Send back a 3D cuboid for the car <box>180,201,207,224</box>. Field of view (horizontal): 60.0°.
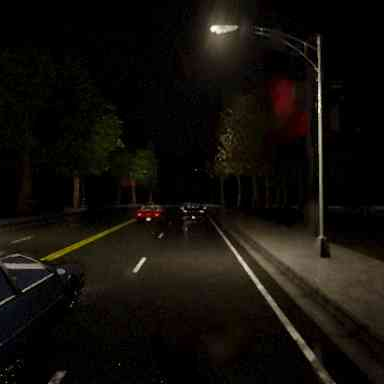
[{"bbox_3d":[0.099,1.579,25.464,2.128,1.511,4.902,0,-1,0],"label":"car"}]

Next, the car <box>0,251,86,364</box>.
[{"bbox_3d":[-3.150,1.549,4.591,2.033,1.411,5.357,0,0,0],"label":"car"}]

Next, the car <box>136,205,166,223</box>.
[{"bbox_3d":[-3.150,1.696,26.372,1.895,1.301,4.718,0,0,0],"label":"car"}]

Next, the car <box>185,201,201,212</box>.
[{"bbox_3d":[0.100,1.830,42.946,1.994,1.385,4.181,0,-1,0],"label":"car"}]
